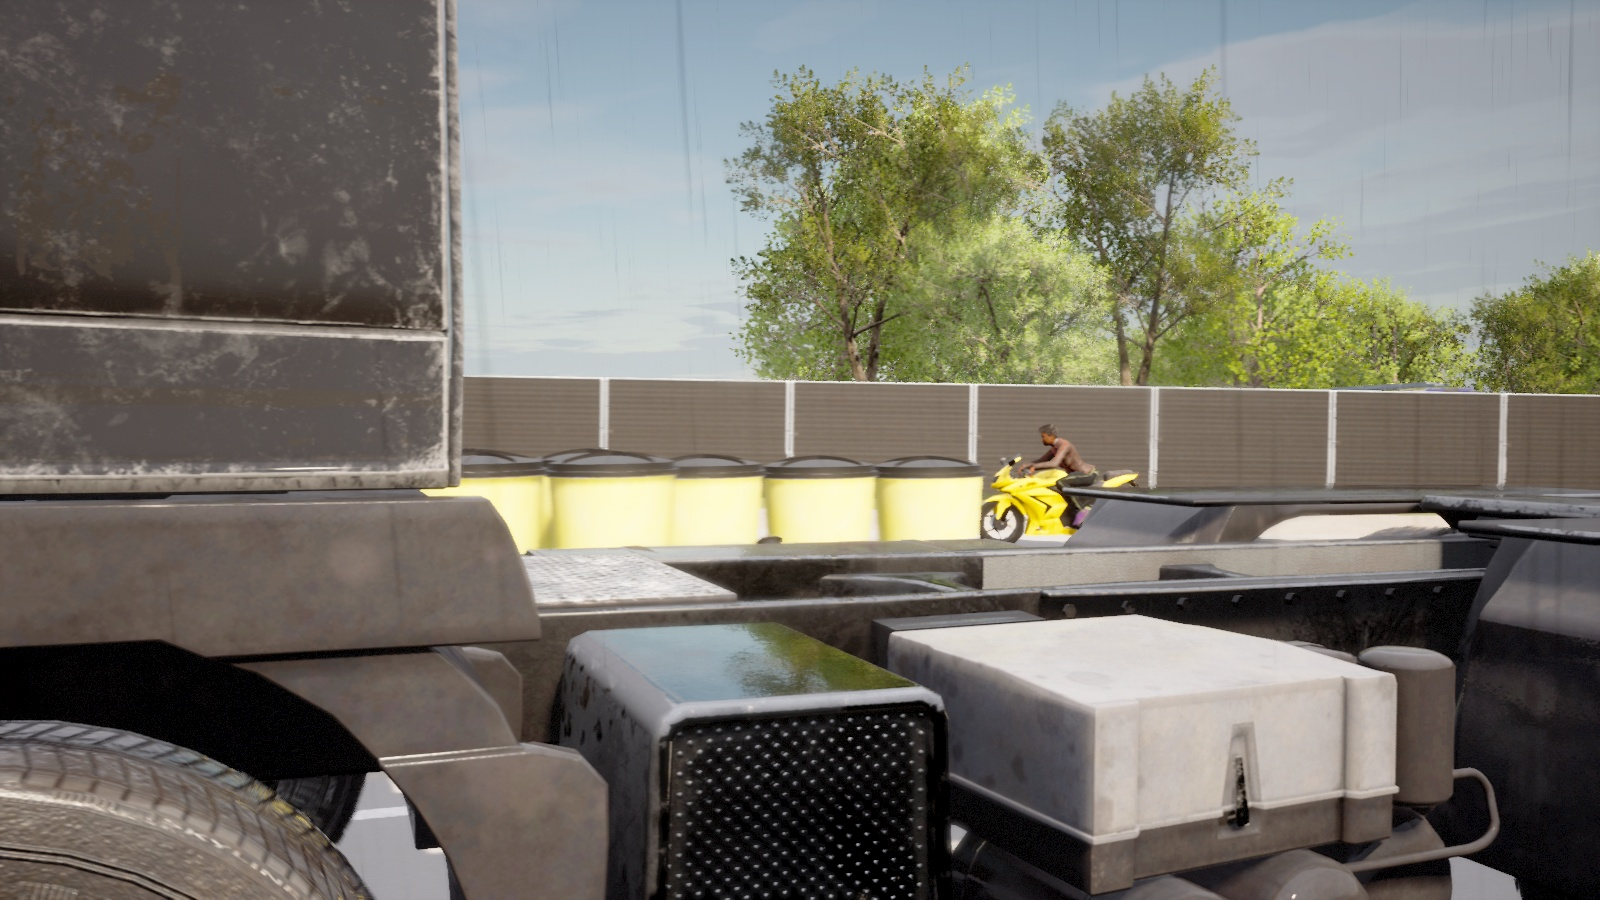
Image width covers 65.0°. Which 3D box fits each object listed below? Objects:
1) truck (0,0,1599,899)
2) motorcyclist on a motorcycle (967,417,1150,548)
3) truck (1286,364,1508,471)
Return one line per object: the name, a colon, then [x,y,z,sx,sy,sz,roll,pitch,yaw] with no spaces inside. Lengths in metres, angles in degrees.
truck: [0.653,-0.248,3.475,7.936,3.462,2.891,-1,1,-21]
motorcyclist on a motorcycle: [3.096,0.375,15.162,2.044,1.523,0.797,0,1,-1]
truck: [23.319,-1.187,49.708,2.891,3.827,8.468,-2,1,-17]
